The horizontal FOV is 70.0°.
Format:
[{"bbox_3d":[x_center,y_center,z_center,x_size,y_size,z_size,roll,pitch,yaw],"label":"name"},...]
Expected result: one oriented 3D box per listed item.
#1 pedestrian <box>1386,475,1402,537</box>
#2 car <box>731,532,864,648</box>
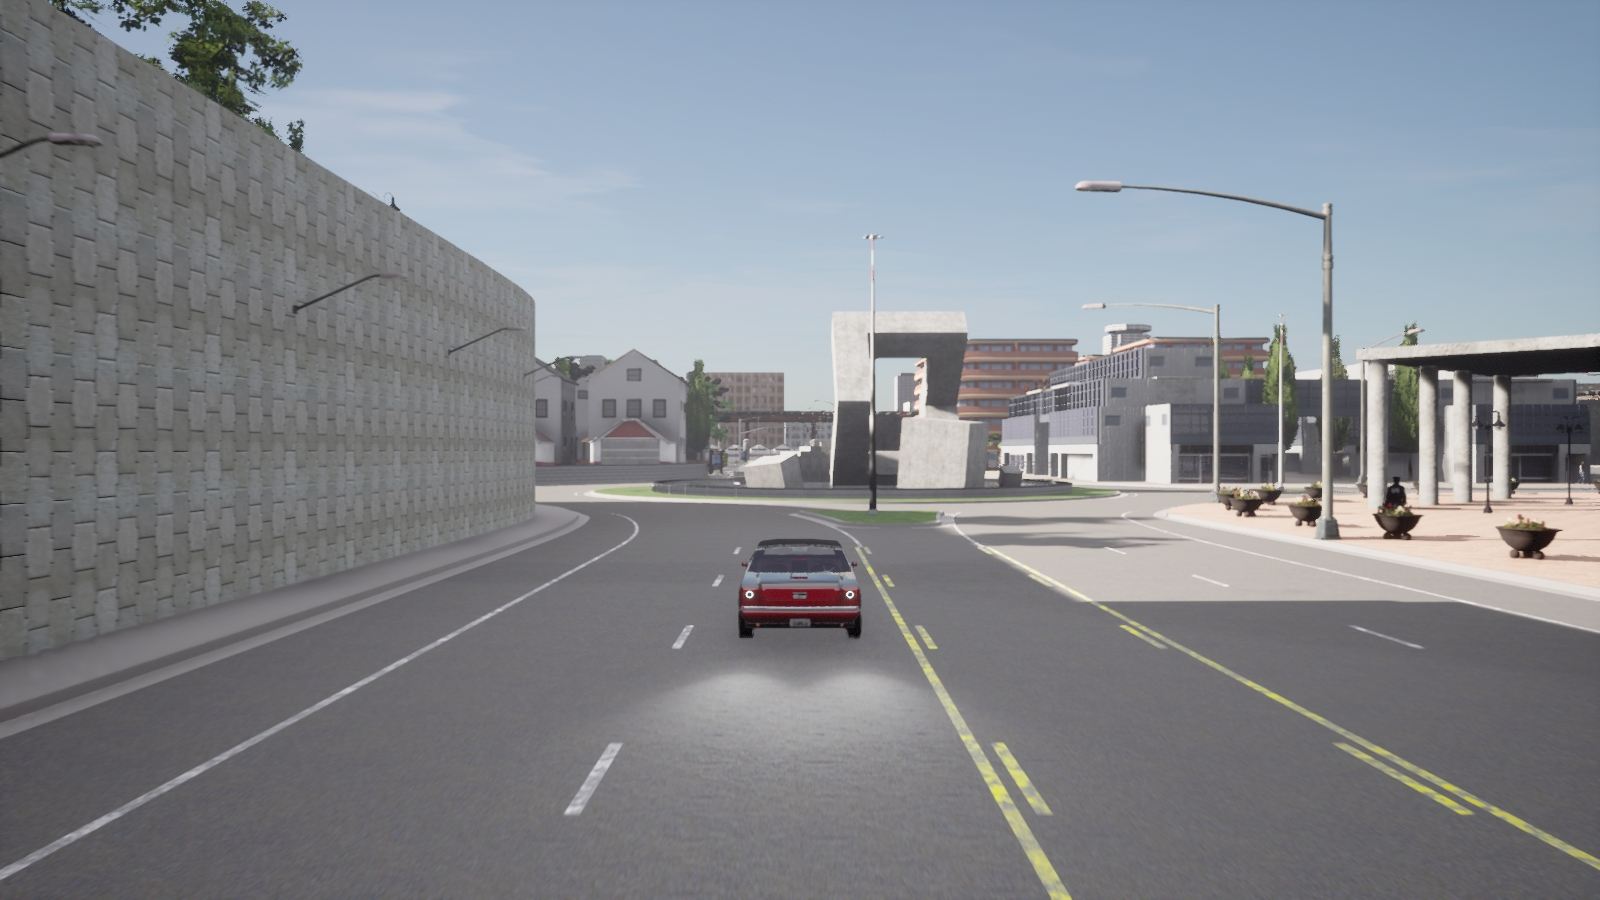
[{"bbox_3d":[18.024,1.700,34.660,0.375,1.860,0.375,0,0,36],"label":"pedestrian"},{"bbox_3d":[-0.038,2.155,18.562,1.895,1.301,4.718,0,0,0],"label":"car"}]
